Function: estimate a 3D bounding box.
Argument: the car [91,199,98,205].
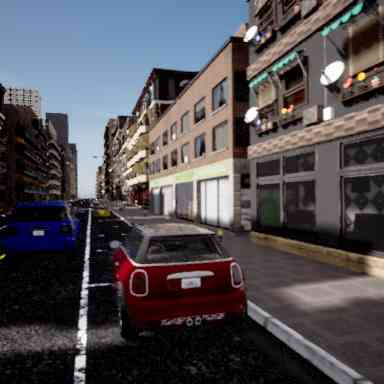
[{"bbox_3d":[-25.833,2.698,88.369,1.752,1.417,4.829,0,-1,-17],"label":"car"}]

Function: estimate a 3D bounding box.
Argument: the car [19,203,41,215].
[{"bbox_3d":[-20.657,2.171,42.640,1.887,1.381,4.507,0,-1,-17],"label":"car"}]

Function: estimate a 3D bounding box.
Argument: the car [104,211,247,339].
[{"bbox_3d":[-0.633,1.439,7.130,2.097,1.767,4.553,0,-1,-17],"label":"car"}]

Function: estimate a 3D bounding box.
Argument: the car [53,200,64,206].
[{"bbox_3d":[-32.158,2.678,80.375,2.008,1.369,4.403,0,-1,-17],"label":"car"}]

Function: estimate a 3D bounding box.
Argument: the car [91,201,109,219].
[{"bbox_3d":[-9.403,1.982,34.460,1.752,1.417,4.829,0,-1,-17],"label":"car"}]

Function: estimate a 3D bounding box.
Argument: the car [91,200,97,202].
[{"bbox_3d":[-12.640,2.144,45.079,1.887,1.381,4.507,0,-1,-17],"label":"car"}]

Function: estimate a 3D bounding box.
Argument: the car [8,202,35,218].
[{"bbox_3d":[-19.014,1.995,37.249,1.967,1.590,4.097,0,-1,-17],"label":"car"}]

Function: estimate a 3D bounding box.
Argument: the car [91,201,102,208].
[{"bbox_3d":[-19.211,2.437,66.642,2.008,1.369,4.403,0,-1,-17],"label":"car"}]

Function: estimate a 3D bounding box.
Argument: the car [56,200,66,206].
[{"bbox_3d":[-33.802,2.749,85.767,2.008,1.369,4.403,0,-1,-17],"label":"car"}]

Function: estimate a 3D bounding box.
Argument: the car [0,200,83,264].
[{"bbox_3d":[-5.545,1.408,12.907,2.150,2.045,5.566,0,-1,-17],"label":"car"}]

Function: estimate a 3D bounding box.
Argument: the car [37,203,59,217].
[{"bbox_3d":[-16.738,2.063,38.839,1.837,1.490,4.892,0,-1,-16],"label":"car"}]
